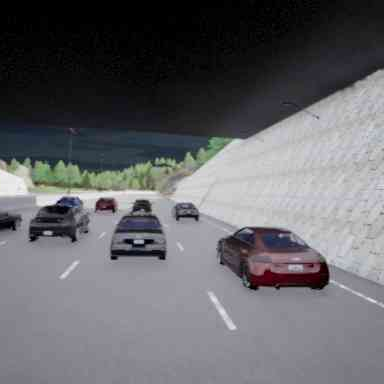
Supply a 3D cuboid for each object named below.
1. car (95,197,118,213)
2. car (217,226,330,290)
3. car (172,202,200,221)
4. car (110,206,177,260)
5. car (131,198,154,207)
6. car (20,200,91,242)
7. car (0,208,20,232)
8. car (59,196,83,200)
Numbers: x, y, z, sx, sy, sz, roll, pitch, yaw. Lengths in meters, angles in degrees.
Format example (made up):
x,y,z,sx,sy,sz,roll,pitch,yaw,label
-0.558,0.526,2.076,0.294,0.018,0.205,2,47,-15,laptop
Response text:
x,y,z,sx,sy,sz,roll,pitch,yaw,label
-8.477,1.229,33.248,1.882,1.535,5.008,2,0,-8,car
2.026,1.644,9.391,1.994,1.385,4.181,2,0,-8,car
-0.581,1.561,27.499,2.033,1.411,5.357,2,0,-8,car
-1.915,1.497,12.240,2.033,1.411,5.357,2,0,-8,car
-4.809,1.380,32.314,1.837,1.490,4.892,2,0,-8,car
-5.870,1.323,15.176,1.837,1.490,4.892,2,0,-8,car
-9.385,1.299,15.021,1.895,1.301,4.718,2,0,-8,car
-11.944,1.110,32.776,1.882,1.535,5.008,2,0,-8,car
